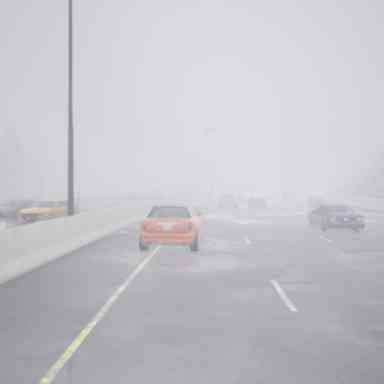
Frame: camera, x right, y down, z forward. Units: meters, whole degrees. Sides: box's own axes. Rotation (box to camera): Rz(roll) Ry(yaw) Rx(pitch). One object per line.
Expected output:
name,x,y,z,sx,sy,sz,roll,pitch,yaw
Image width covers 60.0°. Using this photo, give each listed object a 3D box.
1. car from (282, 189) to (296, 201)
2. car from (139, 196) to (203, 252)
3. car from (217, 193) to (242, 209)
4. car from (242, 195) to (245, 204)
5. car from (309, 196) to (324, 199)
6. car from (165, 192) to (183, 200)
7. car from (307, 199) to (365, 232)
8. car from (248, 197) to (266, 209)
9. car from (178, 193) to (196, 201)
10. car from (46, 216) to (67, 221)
car,18.064,0.542,62.101,2.150,2.045,5.566,0,0,21
car,-0.682,1.195,13.432,2.097,1.767,4.553,0,1,4
car,4.246,0.919,38.500,2.097,1.767,4.553,0,1,12
car,6.754,0.975,49.240,1.812,1.442,4.674,0,1,16
car,15.262,1.161,40.931,1.895,1.301,4.718,0,1,14
car,-3.439,0.787,64.041,1.812,1.442,4.674,0,1,18
car,7.800,1.349,18.486,2.033,1.411,5.357,0,1,9
car,7.492,1.177,38.241,1.895,1.301,4.718,0,1,13
car,-0.884,0.907,60.607,1.895,1.301,4.718,0,1,18
car,-9.216,1.210,21.760,1.882,1.535,5.008,0,1,7
